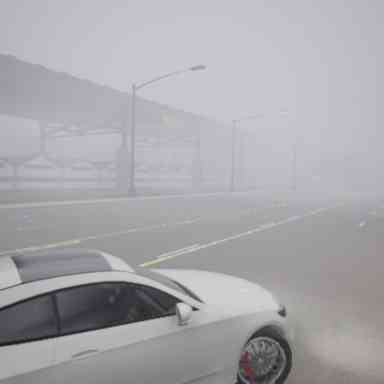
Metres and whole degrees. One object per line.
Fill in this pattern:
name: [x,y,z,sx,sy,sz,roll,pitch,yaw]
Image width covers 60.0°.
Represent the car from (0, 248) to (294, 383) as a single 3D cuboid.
car: [-1.028,1.326,3.276,4.674,1.442,1.812,0,2,-34]
